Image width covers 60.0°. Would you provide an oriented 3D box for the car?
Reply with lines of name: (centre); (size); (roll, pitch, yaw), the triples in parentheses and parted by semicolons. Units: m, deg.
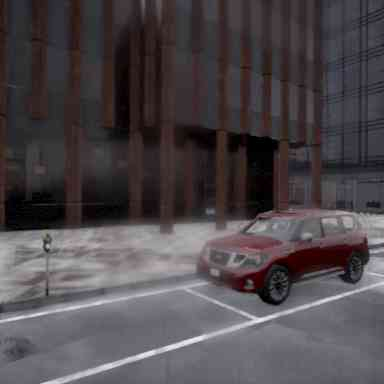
car: (2.537, 1.405, 8.459); (5.009, 1.841, 2.192); (1, -1, -35)
